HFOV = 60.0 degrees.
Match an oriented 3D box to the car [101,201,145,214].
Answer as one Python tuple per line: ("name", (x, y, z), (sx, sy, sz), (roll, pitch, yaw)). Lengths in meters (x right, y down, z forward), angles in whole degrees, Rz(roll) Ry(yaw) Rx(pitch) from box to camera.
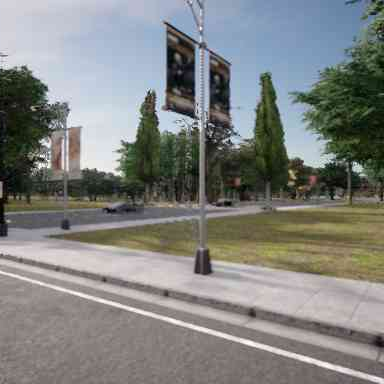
("car", (-7.758, 1.742, 38.045), (2.033, 1.411, 5.357), (0, 0, 35))

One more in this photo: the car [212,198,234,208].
("car", (5.284, 1.826, 56.497), (1.882, 1.535, 5.008), (0, -1, 35))
